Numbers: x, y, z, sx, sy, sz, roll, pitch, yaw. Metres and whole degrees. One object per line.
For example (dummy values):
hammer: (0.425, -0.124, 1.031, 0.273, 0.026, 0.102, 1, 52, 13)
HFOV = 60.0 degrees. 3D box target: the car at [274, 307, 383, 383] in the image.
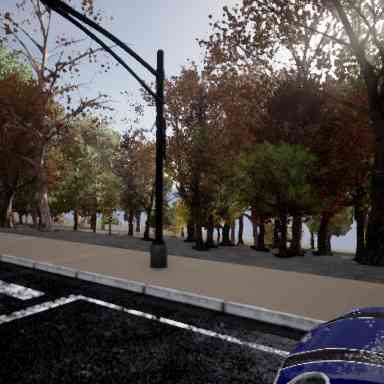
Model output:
car: (2.714, 1.353, 1.805, 4.553, 1.767, 2.097, 0, 0, 34)
